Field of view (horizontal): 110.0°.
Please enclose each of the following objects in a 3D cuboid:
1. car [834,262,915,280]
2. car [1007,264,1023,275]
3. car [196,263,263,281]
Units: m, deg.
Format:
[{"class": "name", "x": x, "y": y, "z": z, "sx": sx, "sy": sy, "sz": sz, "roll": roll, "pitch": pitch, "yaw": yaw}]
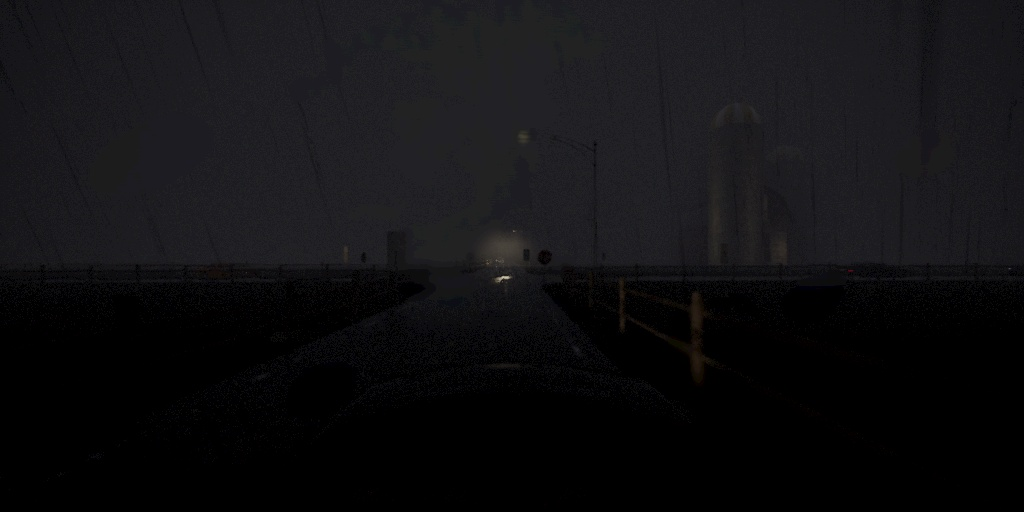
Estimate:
[{"class": "car", "x": 30.693, "y": 1.253, "z": 30.493, "sx": 5.357, "sy": 1.411, "sz": 2.033, "roll": 0, "pitch": 0, "yaw": 0}, {"class": "car", "x": 49.095, "y": 1.194, "z": 33.208, "sx": 4.674, "sy": 1.442, "sz": 1.812, "roll": 0, "pitch": 0, "yaw": 0}, {"class": "car", "x": -24.001, "y": 1.345, "z": 30.593, "sx": 5.008, "sy": 1.535, "sz": 1.882, "roll": 1, "pitch": 0, "yaw": 0}]
